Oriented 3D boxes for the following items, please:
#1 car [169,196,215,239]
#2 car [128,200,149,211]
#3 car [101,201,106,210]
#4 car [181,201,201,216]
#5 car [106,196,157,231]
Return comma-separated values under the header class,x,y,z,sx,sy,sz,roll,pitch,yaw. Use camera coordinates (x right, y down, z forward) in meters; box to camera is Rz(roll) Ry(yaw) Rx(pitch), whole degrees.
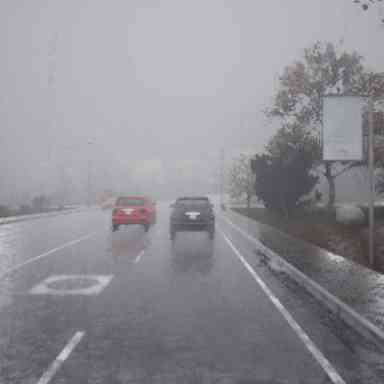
class,x,y,z,sx,sy,sz,roll,pitch,yaw
car,-0.016,1.232,17.525,2.150,2.045,5.566,0,-1,-1
car,-7.062,1.733,44.317,1.994,1.385,4.181,0,0,2
car,-10.558,1.520,44.494,2.097,1.767,4.553,0,0,2
car,-0.084,1.654,34.774,1.994,1.385,4.181,0,0,0
car,-3.542,1.248,21.078,2.150,2.045,5.566,0,0,0
